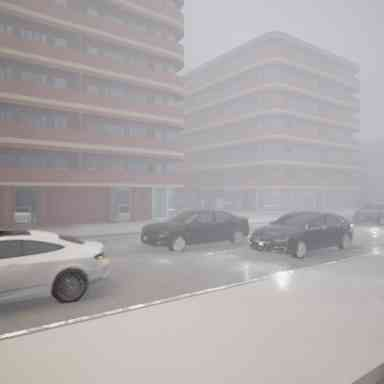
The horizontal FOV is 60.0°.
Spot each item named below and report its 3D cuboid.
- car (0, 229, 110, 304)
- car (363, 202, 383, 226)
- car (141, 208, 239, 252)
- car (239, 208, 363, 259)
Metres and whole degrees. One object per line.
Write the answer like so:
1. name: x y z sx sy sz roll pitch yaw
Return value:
1. car: -3.998 1.525 6.652 4.674 1.442 1.812 0 0 -36
2. car: 13.239 1.505 23.560 4.892 1.490 1.837 0 0 -36
3. car: 0.251 1.478 14.094 5.008 1.535 1.882 0 0 -36
4. car: 4.294 1.502 12.714 4.892 1.490 1.837 0 0 -36
